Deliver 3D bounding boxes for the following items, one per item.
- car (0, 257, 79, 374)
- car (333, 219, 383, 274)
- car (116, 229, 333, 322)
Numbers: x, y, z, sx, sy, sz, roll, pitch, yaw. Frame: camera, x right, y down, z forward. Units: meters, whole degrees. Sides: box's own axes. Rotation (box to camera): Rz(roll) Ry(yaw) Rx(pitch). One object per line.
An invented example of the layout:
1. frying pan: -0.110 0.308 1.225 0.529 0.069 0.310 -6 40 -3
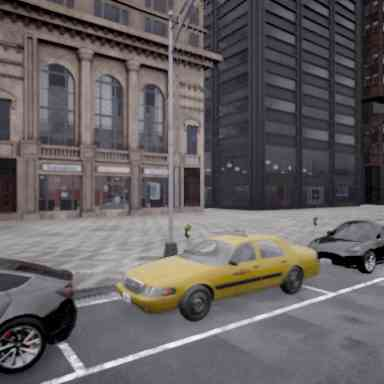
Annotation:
1. car: -3.633 1.566 4.057 4.313 1.339 1.947 0 0 -36
2. car: 5.547 1.576 10.614 4.313 1.339 1.947 0 0 -36
3. car: 0.819 1.530 7.236 4.829 1.417 1.752 0 0 -36
